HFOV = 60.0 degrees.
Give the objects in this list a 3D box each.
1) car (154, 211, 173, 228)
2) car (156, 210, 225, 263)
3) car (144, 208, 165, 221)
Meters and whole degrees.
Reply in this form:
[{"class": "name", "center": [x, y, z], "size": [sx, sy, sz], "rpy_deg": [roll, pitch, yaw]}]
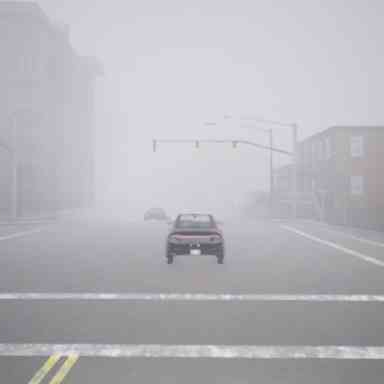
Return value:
[{"class": "car", "center": [-3.584, 3.548, 42.454], "size": [1.882, 1.535, 5.008], "rpy_deg": [0, -12, 0]}, {"class": "car", "center": [0.102, 1.532, 12.124], "size": [2.128, 1.511, 4.902], "rpy_deg": [0, 0, 0]}, {"class": "car", "center": [-3.588, 2.245, 33.325], "size": [1.994, 1.385, 4.181], "rpy_deg": [0, -5, 0]}]
